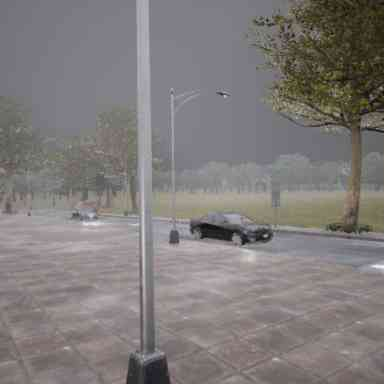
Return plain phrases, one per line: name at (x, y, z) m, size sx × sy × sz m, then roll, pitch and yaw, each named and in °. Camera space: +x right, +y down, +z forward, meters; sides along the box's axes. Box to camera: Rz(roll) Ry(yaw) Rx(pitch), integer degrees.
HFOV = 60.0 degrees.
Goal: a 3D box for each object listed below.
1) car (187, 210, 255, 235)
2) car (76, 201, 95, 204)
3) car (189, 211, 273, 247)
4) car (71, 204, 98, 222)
car at (1.778, 1.956, 22.273) m, size 1.895 × 1.301 × 4.718 m, roll -1°, pitch -1°, yaw -36°
car at (-14.747, 2.288, 45.323) m, size 2.150 × 2.045 × 5.566 m, roll -1°, pitch -1°, yaw -36°
car at (1.873, 1.778, 17.073) m, size 1.882 × 1.535 × 5.008 m, roll -1°, pitch -1°, yaw -36°
car at (-11.730, 2.367, 36.093) m, size 2.128 × 1.511 × 4.902 m, roll -1°, pitch -1°, yaw -35°
